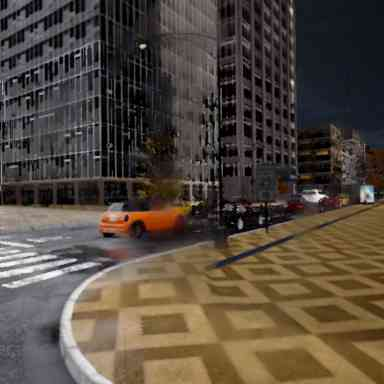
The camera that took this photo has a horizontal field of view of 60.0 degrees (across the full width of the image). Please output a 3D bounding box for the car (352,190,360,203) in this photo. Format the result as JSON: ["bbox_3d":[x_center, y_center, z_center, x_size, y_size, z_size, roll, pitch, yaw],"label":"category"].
[{"bbox_3d":[24.659,0.678,50.262,2.192,1.841,5.009,0,0,35],"label":"car"}]

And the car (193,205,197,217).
[{"bbox_3d":[-1.327,1.339,27.488,1.752,1.417,4.829,0,0,35],"label":"car"}]

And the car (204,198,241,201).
[{"bbox_3d":[1.822,1.232,27.499,1.882,1.535,5.008,-1,0,35],"label":"car"}]

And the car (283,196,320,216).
[{"bbox_3d":[8.823,1.206,27.421,1.802,1.307,4.206,0,0,35],"label":"car"}]

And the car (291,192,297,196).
[{"bbox_3d":[14.236,1.027,45.264,1.882,1.535,5.008,-1,0,35],"label":"car"}]

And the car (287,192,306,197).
[{"bbox_3d":[28.506,0.612,90.821,4.507,1.381,1.887,0,-1,34],"label":"car"}]

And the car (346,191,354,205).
[{"bbox_3d":[18.423,0.991,41.265,1.752,1.417,4.829,0,0,35],"label":"car"}]

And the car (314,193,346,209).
[{"bbox_3d":[15.158,1.064,36.558,1.887,1.381,4.507,0,0,35],"label":"car"}]

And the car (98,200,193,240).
[{"bbox_3d":[-2.243,1.167,16.202,2.097,1.767,4.553,-1,0,35],"label":"car"}]

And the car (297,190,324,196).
[{"bbox_3d":[15.352,0.745,41.487,2.150,2.045,5.566,-1,0,35],"label":"car"}]

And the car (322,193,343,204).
[{"bbox_3d":[21.157,0.905,49.945,1.882,1.535,5.008,-1,0,35],"label":"car"}]

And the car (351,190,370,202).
[{"bbox_3d":[27.826,0.626,54.830,2.192,1.841,5.009,0,0,35],"label":"car"}]

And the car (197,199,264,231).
[{"bbox_3d":[2.487,1.280,18.284,2.008,1.369,4.403,0,0,35],"label":"car"}]
